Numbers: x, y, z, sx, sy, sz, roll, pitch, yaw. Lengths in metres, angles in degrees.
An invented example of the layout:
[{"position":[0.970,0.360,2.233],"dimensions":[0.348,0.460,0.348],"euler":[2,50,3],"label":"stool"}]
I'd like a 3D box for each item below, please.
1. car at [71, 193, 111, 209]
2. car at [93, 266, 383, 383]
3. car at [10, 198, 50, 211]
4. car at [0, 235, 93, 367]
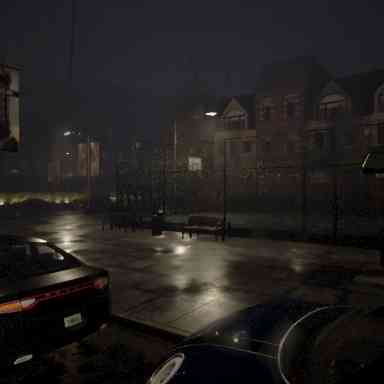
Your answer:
[{"position":[-13.432,1.220,44.760],"dimensions":[2.150,2.045,5.566],"euler":[0,0,35],"label":"car"},{"position":[1.777,1.354,2.036],"dimensions":[4.553,1.767,2.185],"euler":[0,0,35],"label":"car"},{"position":[-20.037,1.526,41.406],"dimensions":[1.812,1.442,4.674],"euler":[0,0,35],"label":"car"},{"position":[-3.532,1.480,5.656],"dimensions":[5.008,1.535,2.097],"euler":[0,0,35],"label":"car"}]
